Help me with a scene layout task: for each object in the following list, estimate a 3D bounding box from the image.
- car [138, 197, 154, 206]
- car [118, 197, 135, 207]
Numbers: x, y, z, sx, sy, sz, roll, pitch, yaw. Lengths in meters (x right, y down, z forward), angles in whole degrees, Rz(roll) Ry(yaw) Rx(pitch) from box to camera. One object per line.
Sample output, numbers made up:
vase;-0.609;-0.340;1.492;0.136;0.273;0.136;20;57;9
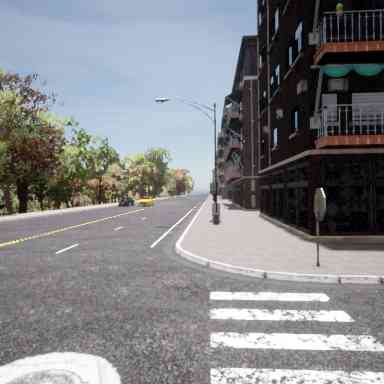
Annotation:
car;-7.304;1.481;53.636;1.882;1.535;5.008;-1;0;3
car;-10.548;1.552;53.831;1.837;1.490;4.892;-1;0;3
